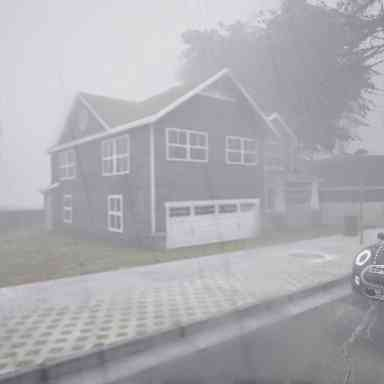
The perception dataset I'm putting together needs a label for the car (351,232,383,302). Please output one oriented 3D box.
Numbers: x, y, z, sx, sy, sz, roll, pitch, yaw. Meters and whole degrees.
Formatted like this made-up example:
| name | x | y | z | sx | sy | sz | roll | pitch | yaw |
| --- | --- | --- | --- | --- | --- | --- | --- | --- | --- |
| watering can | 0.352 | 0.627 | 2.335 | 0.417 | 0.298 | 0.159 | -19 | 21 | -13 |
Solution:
| name | x | y | z | sx | sy | sz | roll | pitch | yaw |
| --- | --- | --- | --- | --- | --- | --- | --- | --- | --- |
| car | 5.481 | 1.347 | 7.420 | 4.553 | 1.767 | 2.097 | 0 | 0 | -39 |
